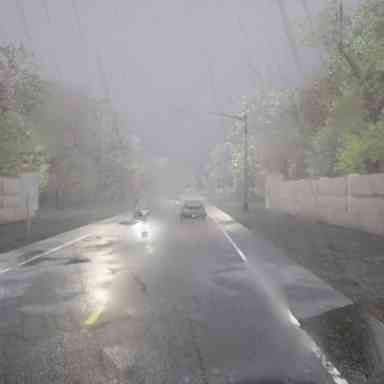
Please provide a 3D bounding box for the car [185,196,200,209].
[{"bbox_3d":[0.094,1.332,41.994,1.812,1.442,4.674,0,0,0],"label":"car"}]

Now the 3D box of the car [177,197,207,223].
[{"bbox_3d":[0.109,1.389,24.707,2.128,1.511,4.902,0,0,0],"label":"car"}]

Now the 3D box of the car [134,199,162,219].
[{"bbox_3d":[-3.594,1.374,27.527,2.128,1.511,4.902,0,0,0],"label":"car"}]

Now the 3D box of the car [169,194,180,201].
[{"bbox_3d":[-3.494,1.177,67.963,1.994,1.385,4.181,0,0,0],"label":"car"}]
